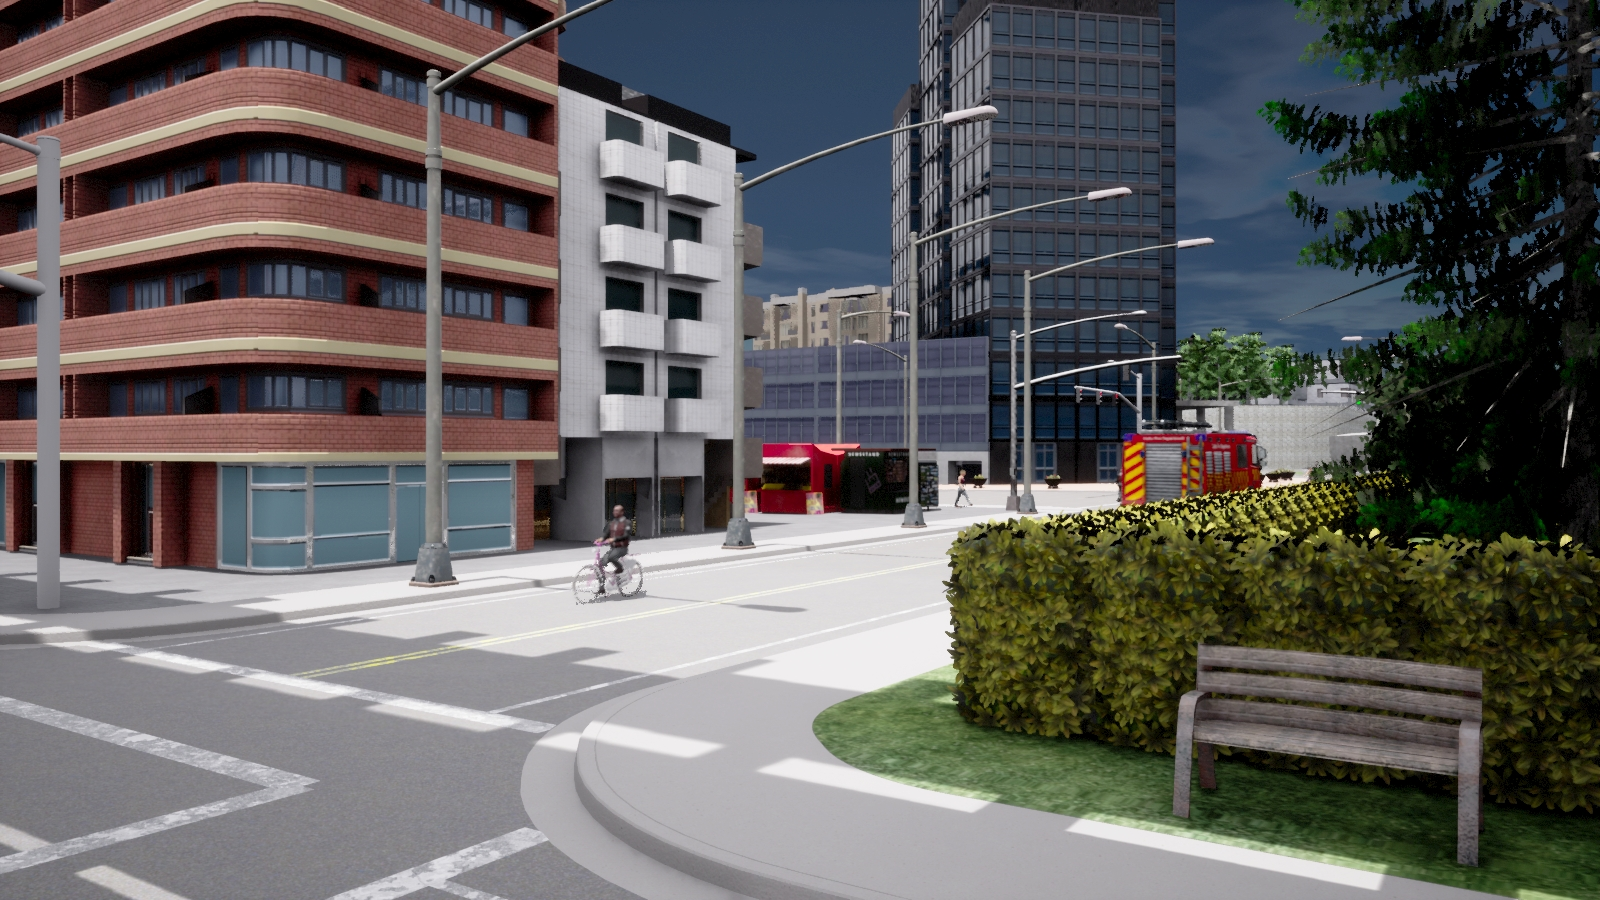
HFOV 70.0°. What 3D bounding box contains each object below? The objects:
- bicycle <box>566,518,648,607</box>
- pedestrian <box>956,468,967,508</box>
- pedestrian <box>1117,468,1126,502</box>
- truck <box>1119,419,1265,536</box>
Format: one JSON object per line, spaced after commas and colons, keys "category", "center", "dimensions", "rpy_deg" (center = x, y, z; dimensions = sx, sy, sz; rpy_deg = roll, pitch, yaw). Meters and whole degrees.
{"category": "bicycle", "center": [-3.545, 2.048, 21.151], "dimensions": [0.329, 1.496, 1.835], "rpy_deg": [0, 0, 34]}
{"category": "pedestrian", "center": [7.574, 1.771, 53.592], "dimensions": [0.375, 1.860, 0.375], "rpy_deg": [0, 0, 35]}
{"category": "pedestrian", "center": [17.522, 1.894, 62.337], "dimensions": [0.375, 1.860, 0.375], "rpy_deg": [0, 0, 33]}
{"category": "truck", "center": [14.465, 0.891, 41.656], "dimensions": [2.891, 3.827, 8.468], "rpy_deg": [0, 0, 34]}
